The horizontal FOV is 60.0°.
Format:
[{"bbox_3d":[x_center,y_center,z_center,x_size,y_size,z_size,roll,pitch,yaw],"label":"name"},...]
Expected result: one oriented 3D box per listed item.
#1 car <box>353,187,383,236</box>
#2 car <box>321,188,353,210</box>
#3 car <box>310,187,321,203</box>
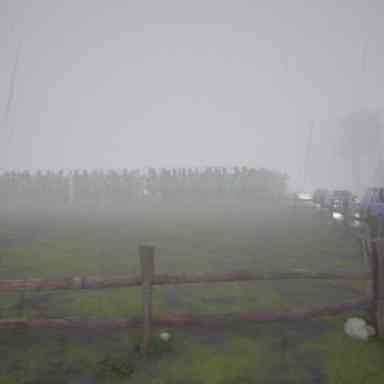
[{"bbox_3d":[9.431,0.792,15.467,2.150,2.045,5.566,1,2,14],"label":"car"},{"bbox_3d":[12.425,0.624,27.704,2.097,1.767,4.553,1,2,14],"label":"car"},{"bbox_3d":[15.432,0.334,39.840,2.097,1.767,4.553,1,2,14],"label":"car"}]
